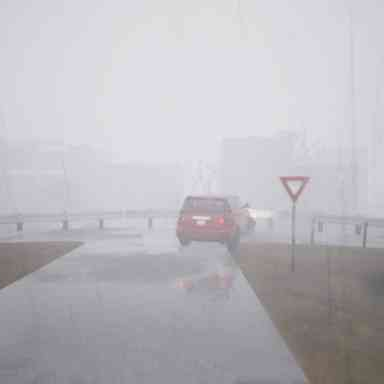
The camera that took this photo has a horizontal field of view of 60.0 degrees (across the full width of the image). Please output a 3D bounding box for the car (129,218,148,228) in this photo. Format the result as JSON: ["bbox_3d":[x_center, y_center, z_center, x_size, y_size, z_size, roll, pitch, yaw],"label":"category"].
[{"bbox_3d":[-6.377,3.895,40.200,2.163,1.488,4.792,0,1,-19],"label":"car"}]

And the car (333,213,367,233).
[{"bbox_3d":[17.286,3.616,39.626,2.435,2.045,5.566,0,1,-19],"label":"car"}]

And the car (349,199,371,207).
[{"bbox_3d":[41.278,2.613,81.798,4.553,1.767,2.185,-1,2,-17],"label":"car"}]

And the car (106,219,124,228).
[{"bbox_3d":[-9.418,3.860,40.466,1.946,1.575,5.366,-1,1,-18],"label":"car"}]

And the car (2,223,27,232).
[{"bbox_3d":[-21.198,3.891,40.605,2.163,1.488,4.792,-1,1,-19],"label":"car"}]

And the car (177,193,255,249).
[{"bbox_3d":[1.132,1.050,14.102,2.150,2.045,5.566,2,3,17],"label":"car"}]

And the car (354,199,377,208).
[{"bbox_3d":[41.121,2.690,78.802,4.553,1.767,2.185,-1,2,-17],"label":"car"}]

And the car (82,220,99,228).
[{"bbox_3d":[-12.305,3.864,40.366,2.097,1.535,5.008,-1,1,-19],"label":"car"}]

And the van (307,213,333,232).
[{"bbox_3d":[14.272,3.640,39.831,1.878,1.987,4.442,-1,1,-19],"label":"van"}]

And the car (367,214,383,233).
[{"bbox_3d":[20.244,3.616,39.553,2.435,2.045,5.566,0,1,-19],"label":"car"}]

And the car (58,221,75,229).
[{"bbox_3d":[-15.334,3.858,40.609,1.946,1.575,5.366,-1,1,-18],"label":"car"}]

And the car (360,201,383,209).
[{"bbox_3d":[40.934,2.935,75.804,4.674,1.452,2.002,-1,1,-17],"label":"car"}]

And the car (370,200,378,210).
[{"bbox_3d":[40.636,3.052,69.801,5.008,1.535,2.097,-1,2,-17],"label":"car"}]

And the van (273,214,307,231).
[{"bbox_3d":[11.314,3.641,39.903,1.878,1.987,4.442,-1,1,-19],"label":"van"}]

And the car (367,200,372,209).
[{"bbox_3d":[40.746,2.848,72.798,4.553,1.767,2.185,-1,1,-17],"label":"car"}]

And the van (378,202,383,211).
[{"bbox_3d":[40.364,2.908,66.761,4.442,1.987,1.878,-1,2,-17],"label":"van"}]

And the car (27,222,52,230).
[{"bbox_3d":[-18.233,3.863,40.506,2.097,1.535,5.008,0,1,-18],"label":"car"}]
